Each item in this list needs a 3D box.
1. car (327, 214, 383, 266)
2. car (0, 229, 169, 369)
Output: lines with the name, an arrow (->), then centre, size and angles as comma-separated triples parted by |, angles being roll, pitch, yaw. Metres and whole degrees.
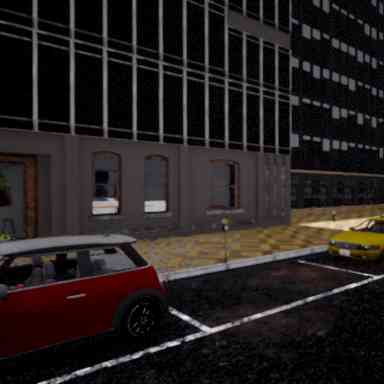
car -> 6.431, 1.433, 11.132 | 4.829, 1.417, 1.752 | -1, 1, -35
car -> -2.454, 1.435, 4.804 | 4.097, 1.590, 1.967 | -1, 1, -35
